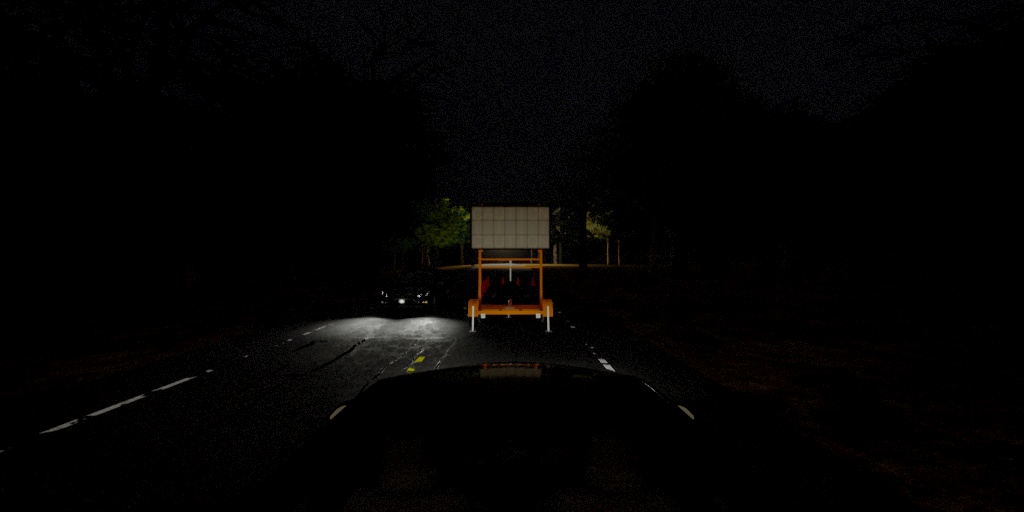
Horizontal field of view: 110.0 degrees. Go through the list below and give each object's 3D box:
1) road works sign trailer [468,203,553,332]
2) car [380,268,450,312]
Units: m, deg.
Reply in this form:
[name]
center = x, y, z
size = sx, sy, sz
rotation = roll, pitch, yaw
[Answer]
[road works sign trailer]
center = -0.043, 0.213, 10.838
size = 2.380, 3.560, 2.880
rotation = 0, 0, 0
[car]
center = -3.660, 1.250, 14.297
size = 1.837, 1.490, 4.892
rotation = 0, 0, 0
